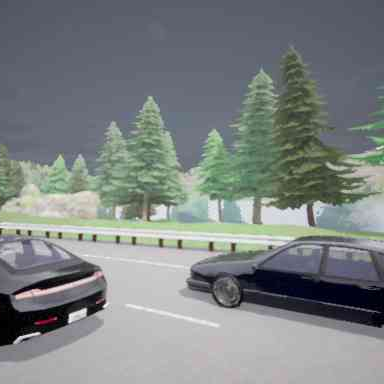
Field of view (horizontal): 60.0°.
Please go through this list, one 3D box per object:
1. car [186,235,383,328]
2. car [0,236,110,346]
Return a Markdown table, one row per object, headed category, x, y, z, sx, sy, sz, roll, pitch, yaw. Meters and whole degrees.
| category | x | y | z | sx | sy | sz | roll | pitch | yaw |
| --- | --- | --- | --- | --- | --- | --- | --- | --- | --- |
| car | 2.523 | 1.558 | 6.272 | 5.357 | 1.411 | 2.033 | -1 | 0 | 34 |
| car | -3.698 | 1.558 | 5.949 | 4.902 | 1.511 | 2.128 | -1 | 0 | 31 |
